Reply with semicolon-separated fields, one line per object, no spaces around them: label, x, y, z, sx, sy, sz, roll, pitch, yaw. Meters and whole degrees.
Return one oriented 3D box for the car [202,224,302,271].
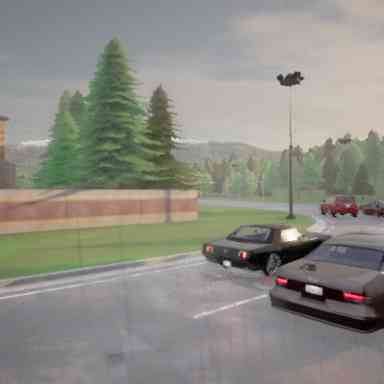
car;2.616;1.661;10.531;4.718;1.301;1.895;0;0;-42

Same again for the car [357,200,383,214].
car;21.253;1.684;37.820;2.033;1.411;5.357;0;0;-4

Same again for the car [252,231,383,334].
car;3.786;1.575;6.860;5.357;1.411;2.033;0;0;-41

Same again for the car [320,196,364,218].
car;14.114;1.361;32.147;2.150;2.045;5.566;0;0;6

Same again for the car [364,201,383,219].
car;17.395;1.711;30.650;1.895;1.301;4.718;0;0;8
